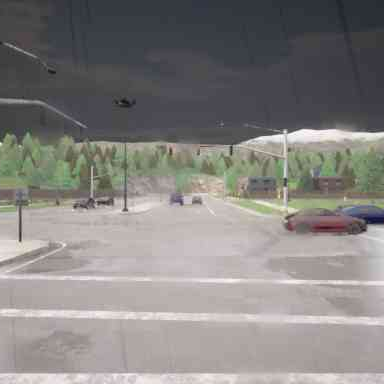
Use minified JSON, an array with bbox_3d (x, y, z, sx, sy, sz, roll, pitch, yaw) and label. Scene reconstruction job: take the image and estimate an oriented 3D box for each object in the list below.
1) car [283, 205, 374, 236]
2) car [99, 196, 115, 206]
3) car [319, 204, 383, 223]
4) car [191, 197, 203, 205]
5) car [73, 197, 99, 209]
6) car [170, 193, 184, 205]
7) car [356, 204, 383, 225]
[{"bbox_3d":[7.103,1.564,18.035,4.181,1.385,1.994,0,0,0],"label":"car"},{"bbox_3d":[-14.323,1.478,55.486,1.882,1.535,5.008,0,0,1],"label":"car"},{"bbox_3d":[12.257,1.601,24.996,4.718,1.301,1.895,0,0,0],"label":"car"},{"bbox_3d":[0.887,1.547,58.454,2.033,1.411,5.357,0,0,1],"label":"car"},{"bbox_3d":[-14.496,1.506,44.902,1.837,1.490,4.892,0,0,1],"label":"car"},{"bbox_3d":[-2.630,1.221,57.387,2.150,2.045,5.566,0,0,1],"label":"car"},{"bbox_3d":[11.388,1.526,21.503,4.674,1.442,1.812,0,0,0],"label":"car"}]
